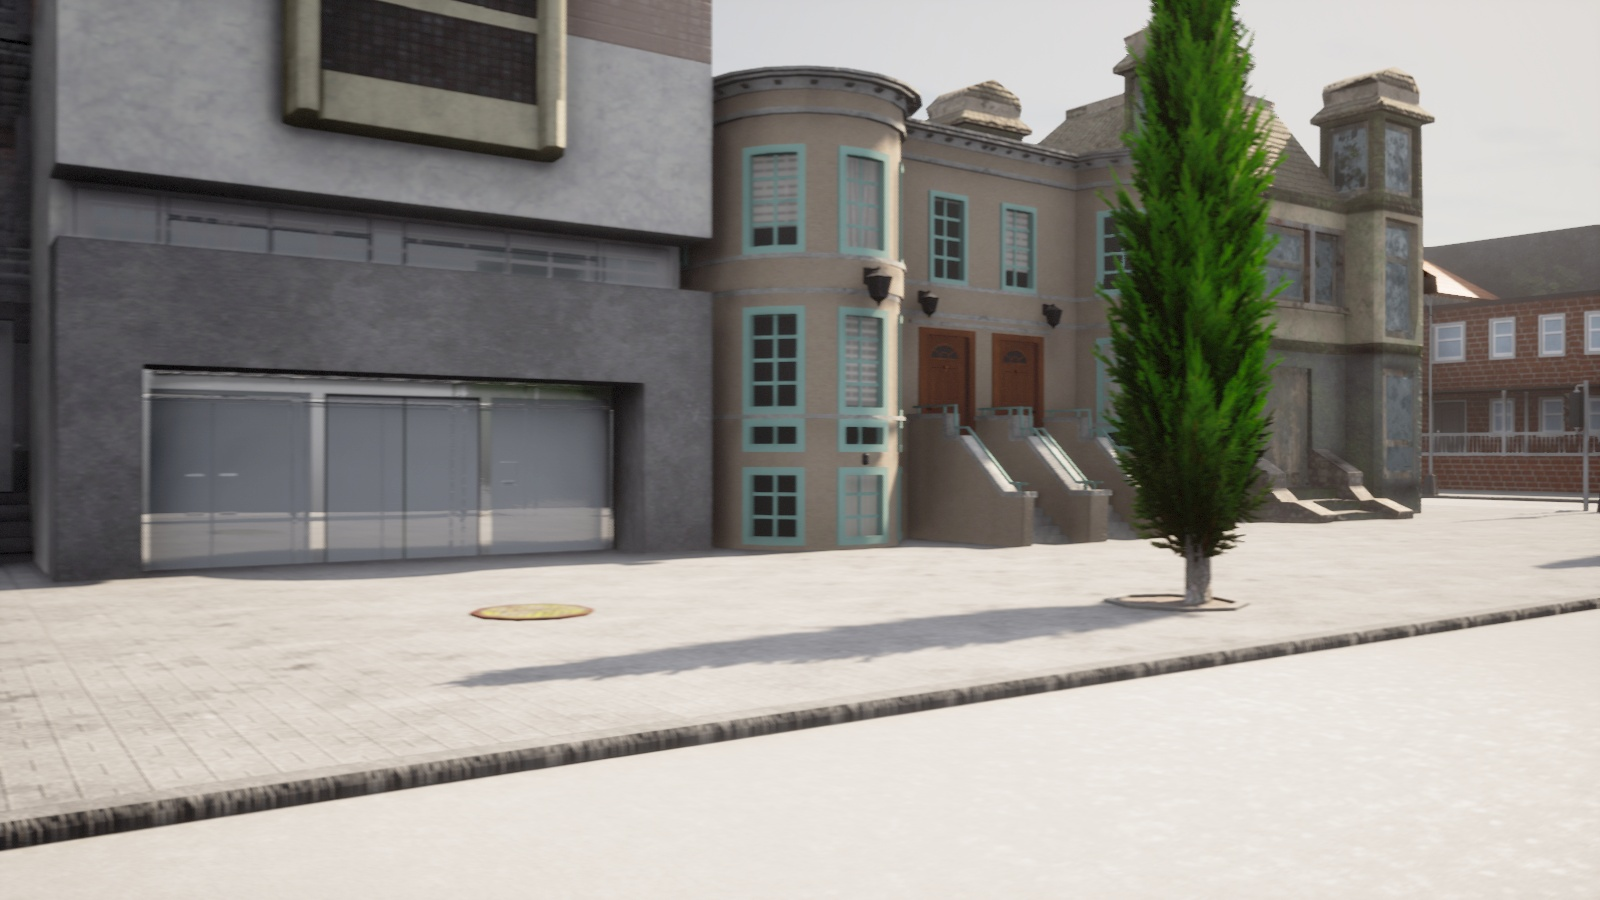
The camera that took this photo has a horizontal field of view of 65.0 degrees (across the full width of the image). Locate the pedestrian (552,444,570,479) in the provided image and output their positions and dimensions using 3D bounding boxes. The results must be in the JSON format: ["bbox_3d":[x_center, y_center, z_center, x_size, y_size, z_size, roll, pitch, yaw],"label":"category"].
[{"bbox_3d":[-13.618,0.659,71.637,0.659,1.952,0.873,0,0,-38],"label":"pedestrian"}]
